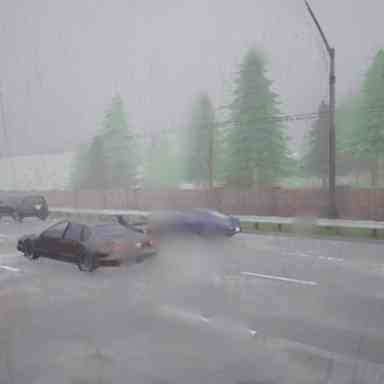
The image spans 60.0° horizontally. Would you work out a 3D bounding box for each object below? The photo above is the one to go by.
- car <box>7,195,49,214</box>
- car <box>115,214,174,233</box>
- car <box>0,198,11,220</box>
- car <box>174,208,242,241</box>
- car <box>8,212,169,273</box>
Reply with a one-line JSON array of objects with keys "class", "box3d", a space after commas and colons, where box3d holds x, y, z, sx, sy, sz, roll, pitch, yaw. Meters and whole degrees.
[{"class": "car", "box3d": [-13.760, 1.286, 26.677, 5.566, 2.045, 2.150, 0, 0, 36]}, {"class": "car", "box3d": [-3.353, 1.627, 14.941, 4.718, 1.301, 1.895, 0, 0, 36]}, {"class": "car", "box3d": [-7.648, 1.250, 9.409, 5.566, 2.045, 2.150, 0, 0, 36]}, {"class": "car", "box3d": [0.227, 1.548, 16.668, 4.674, 1.442, 1.812, 0, 0, 36]}, {"class": "car", "box3d": [-3.525, 1.569, 10.739, 5.357, 1.411, 2.033, 0, 0, 36]}]
